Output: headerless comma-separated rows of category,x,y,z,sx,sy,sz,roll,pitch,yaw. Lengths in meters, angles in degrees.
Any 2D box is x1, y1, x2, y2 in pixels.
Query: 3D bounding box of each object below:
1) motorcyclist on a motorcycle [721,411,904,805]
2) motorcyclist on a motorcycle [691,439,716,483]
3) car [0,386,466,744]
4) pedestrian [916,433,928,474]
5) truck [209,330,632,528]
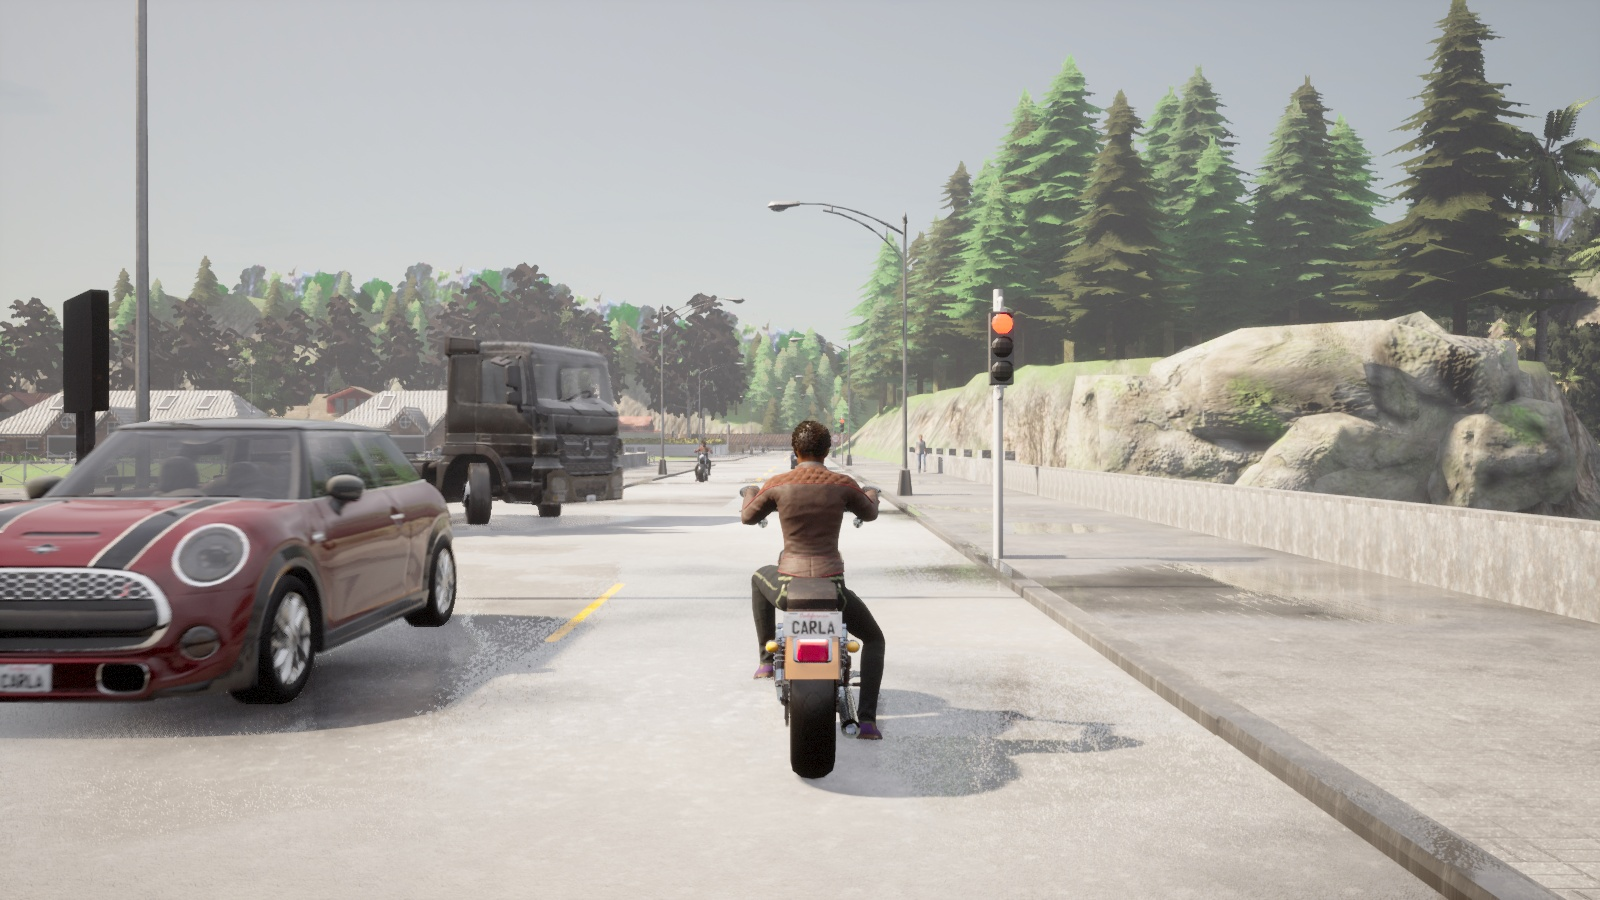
motorcyclist on a motorcycle,0.055,0.661,6.438,0.766,1.649,2.350,0,0,0
motorcyclist on a motorcycle,-3.716,0.421,48.349,0.766,1.649,2.350,0,0,0
car,-3.927,0.554,8.485,2.097,1.767,4.553,0,0,0
pedestrian,5.455,0.144,56.196,0.354,1.836,0.706,0,0,-10
truck,-7.529,-0.384,24.788,7.936,3.462,2.891,0,0,22
